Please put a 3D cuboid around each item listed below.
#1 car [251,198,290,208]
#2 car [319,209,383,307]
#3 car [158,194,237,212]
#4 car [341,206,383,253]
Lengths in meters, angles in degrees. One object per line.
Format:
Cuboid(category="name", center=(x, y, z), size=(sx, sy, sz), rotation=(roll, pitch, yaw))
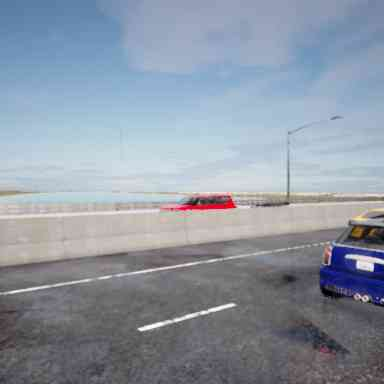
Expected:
Cuboid(category="car", center=(8.348, 1.425, 35.450), size=(4.902, 1.511, 2.128), rotation=(0, 0, -35))
Cuboid(category="car", center=(4.820, 1.329, 7.162), size=(4.553, 1.767, 2.097), rotation=(0, 0, -35))
Cuboid(category="car", center=(0.402, 1.185, 21.424), size=(5.566, 2.045, 2.150), rotation=(0, 0, -35))
Cuboid(category="car", center=(8.609, 1.435, 14.125), size=(5.008, 1.535, 1.882), rotation=(0, 0, -35))
